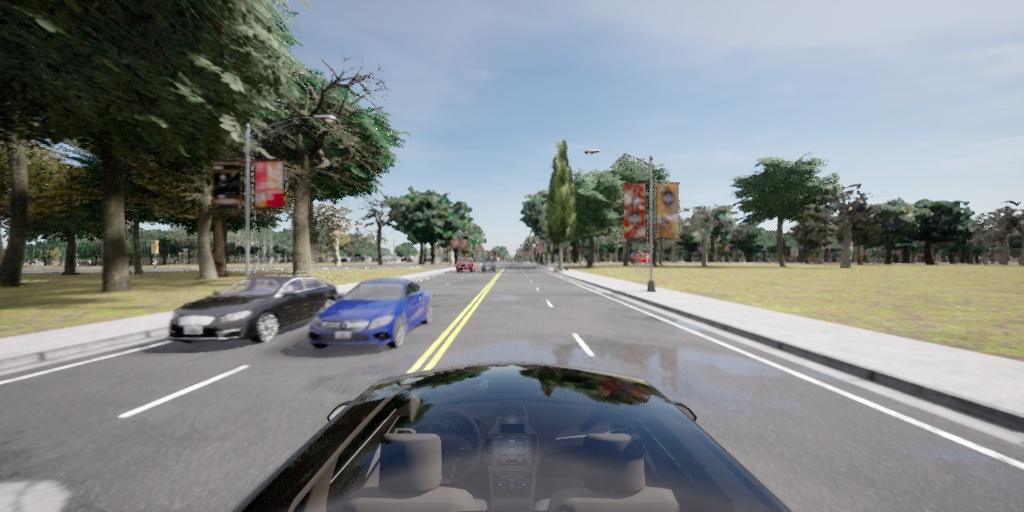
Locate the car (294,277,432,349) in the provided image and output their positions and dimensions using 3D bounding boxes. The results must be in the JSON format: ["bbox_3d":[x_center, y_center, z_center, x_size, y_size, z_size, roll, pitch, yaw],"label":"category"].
[{"bbox_3d":[-3.349,1.317,9.431,1.812,1.442,4.674,0,0,0],"label":"car"}]

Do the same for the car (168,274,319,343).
[{"bbox_3d":[-6.600,1.284,9.868,2.128,1.511,4.902,0,0,0],"label":"car"}]

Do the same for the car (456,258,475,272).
[{"bbox_3d":[-6.573,1.257,51.244,2.150,2.045,5.566,0,0,0],"label":"car"}]

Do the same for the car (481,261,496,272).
[{"bbox_3d":[-3.323,1.528,51.328,2.128,1.511,4.902,0,0,0],"label":"car"}]
